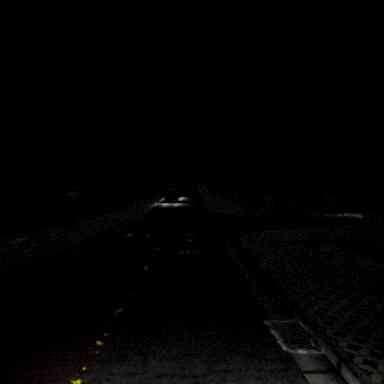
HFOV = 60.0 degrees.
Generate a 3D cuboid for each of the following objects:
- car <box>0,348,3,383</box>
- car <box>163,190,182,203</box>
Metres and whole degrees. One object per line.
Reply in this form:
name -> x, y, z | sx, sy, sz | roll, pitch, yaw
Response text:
car -> -2.829, 1.355, 1.209 | 2.097, 1.767, 4.553 | 0, 0, 0
car -> -2.833, 0.726, 46.383 | 1.837, 1.490, 4.892 | 0, 2, 0
